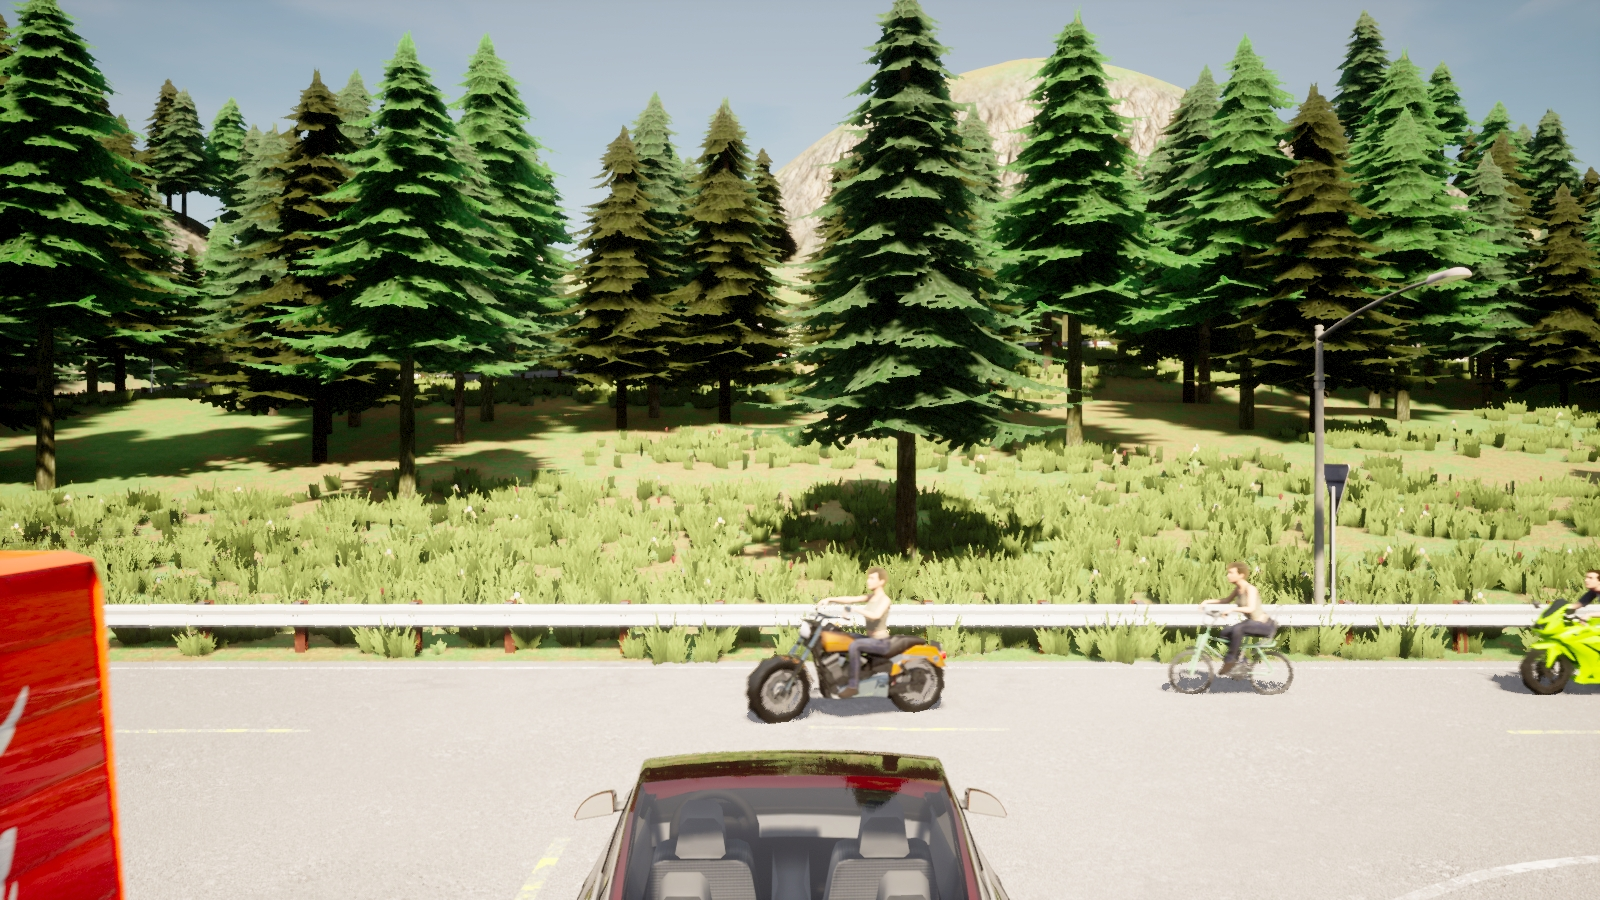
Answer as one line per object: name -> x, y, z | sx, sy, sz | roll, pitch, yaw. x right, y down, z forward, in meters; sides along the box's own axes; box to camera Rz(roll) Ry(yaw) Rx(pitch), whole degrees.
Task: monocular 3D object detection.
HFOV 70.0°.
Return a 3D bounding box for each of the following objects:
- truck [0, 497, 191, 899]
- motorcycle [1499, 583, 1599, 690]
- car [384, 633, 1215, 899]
truck -> -3.538, 1.422, 1.523 | 2.627, 2.467, 5.204 | 0, 0, 1
motorcycle -> 9.611, 2.213, 13.644 | 2.033, 1.145, 0.803 | 0, 0, 0
car -> -0.034, 1.936, 5.154 | 2.163, 1.488, 4.792 | 0, -1, -1
